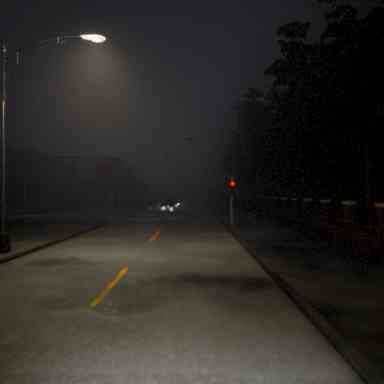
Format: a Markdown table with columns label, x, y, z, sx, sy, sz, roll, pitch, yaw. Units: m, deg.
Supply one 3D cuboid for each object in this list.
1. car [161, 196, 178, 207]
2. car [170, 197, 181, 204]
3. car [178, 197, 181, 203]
| label | x | y | z | sx | sy | sz | roll | pitch | yaw |
| --- | --- | --- | --- | --- | --- | --- | --- | --- | --- |
| car | -3.709 | 1.614 | 52.289 | 1.994 | 1.385 | 4.181 | 0 | 0 | 1 |
| car | -3.494 | 1.816 | 72.847 | 2.128 | 1.511 | 4.902 | 0 | 0 | 0 |
| car | -3.570 | 1.565 | 62.443 | 1.837 | 1.490 | 4.892 | 0 | 0 | 1 |
